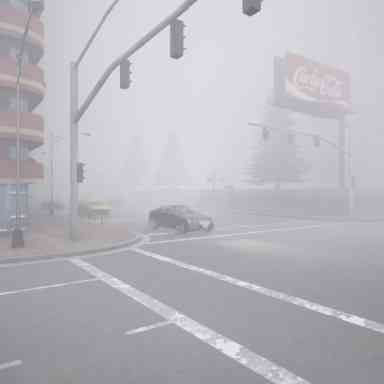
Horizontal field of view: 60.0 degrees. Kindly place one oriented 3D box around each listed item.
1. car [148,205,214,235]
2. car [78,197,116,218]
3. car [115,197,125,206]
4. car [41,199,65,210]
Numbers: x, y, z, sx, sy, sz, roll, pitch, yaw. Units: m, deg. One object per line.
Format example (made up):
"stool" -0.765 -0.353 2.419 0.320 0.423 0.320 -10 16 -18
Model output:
"car" -0.745 1.492 18.906 2.128 1.511 4.902 0 0 -36
"car" -9.033 1.478 30.350 1.882 1.535 5.008 0 0 -36
"car" -12.290 1.505 53.071 1.837 1.490 4.892 0 0 -36
"car" -17.690 1.601 42.322 1.895 1.301 4.718 0 0 -36
